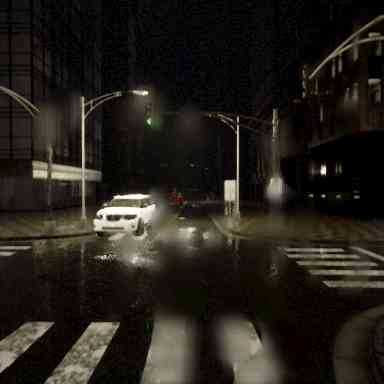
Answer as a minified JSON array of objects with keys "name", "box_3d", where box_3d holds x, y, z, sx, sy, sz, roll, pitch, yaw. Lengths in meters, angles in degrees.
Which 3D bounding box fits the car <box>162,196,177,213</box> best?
[{"name":"car","box_3d":[-2.962,1.441,35.359,1.837,1.490,4.892,0,0,0]}]

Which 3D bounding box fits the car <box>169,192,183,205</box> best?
[{"name":"car","box_3d":[-2.787,1.099,58.437,2.150,2.045,5.566,0,0,0]}]

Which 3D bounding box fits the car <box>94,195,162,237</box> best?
[{"name":"car","box_3d":[-3.397,1.188,18.181,2.150,2.045,5.566,0,0,6]}]
